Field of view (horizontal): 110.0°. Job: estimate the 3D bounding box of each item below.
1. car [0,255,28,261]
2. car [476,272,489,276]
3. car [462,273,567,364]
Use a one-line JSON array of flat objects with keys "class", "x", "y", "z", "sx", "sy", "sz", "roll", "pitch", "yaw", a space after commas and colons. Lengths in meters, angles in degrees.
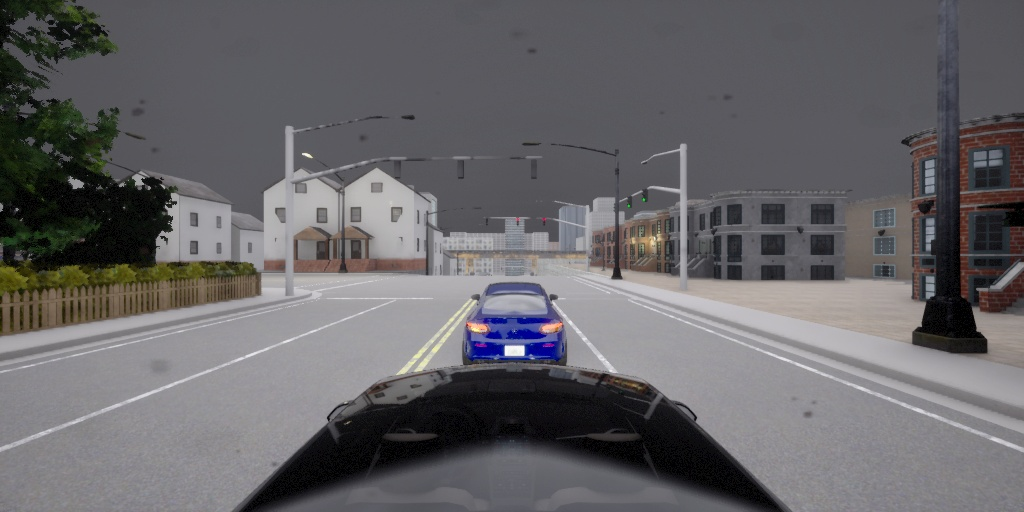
[{"class": "car", "x": -44.713, "y": 0.971, "z": 30.667, "sx": 5.566, "sy": 2.045, "sz": 2.150, "roll": 0, "pitch": 0, "yaw": 0}, {"class": "car", "x": -3.604, "y": 2.929, "z": 47.213, "sx": 2.097, "sy": 1.767, "sz": 4.553, "roll": -1, "pitch": -13, "yaw": 0}, {"class": "car", "x": 0.059, "y": 1.276, "z": 7.753, "sx": 1.812, "sy": 1.442, "sz": 4.674, "roll": 0, "pitch": 0, "yaw": 0}]
